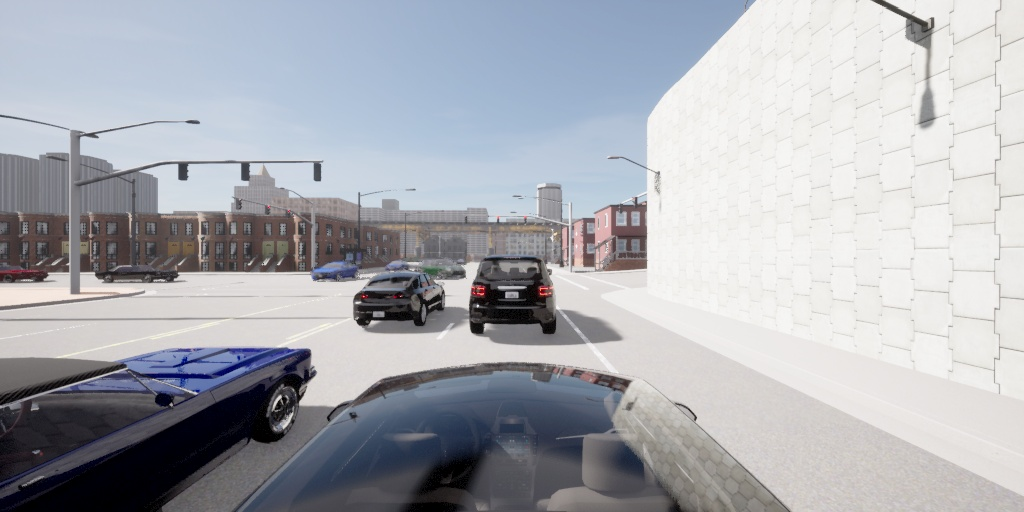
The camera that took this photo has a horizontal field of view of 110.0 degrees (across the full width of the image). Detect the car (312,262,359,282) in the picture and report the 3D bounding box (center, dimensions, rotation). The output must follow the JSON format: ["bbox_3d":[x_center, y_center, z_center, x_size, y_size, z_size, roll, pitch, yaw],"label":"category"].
[{"bbox_3d":[-14.108,1.227,28.911,1.882,1.535,5.008,0,0,0],"label":"car"}]

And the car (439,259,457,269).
[{"bbox_3d":[-10.595,1.242,59.539,2.128,1.511,4.902,0,0,0],"label":"car"}]

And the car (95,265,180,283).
[{"bbox_3d":[-28.178,1.351,27.101,4.718,1.301,1.895,0,0,0],"label":"car"}]

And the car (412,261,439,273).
[{"bbox_3d":[-10.608,1.297,44.440,2.033,1.411,5.357,0,0,0],"label":"car"}]

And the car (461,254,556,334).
[{"bbox_3d":[0.062,0.971,10.755,2.150,2.045,5.566,0,0,1],"label":"car"}]

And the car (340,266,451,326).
[{"bbox_3d":[-3.422,1.255,11.645,1.837,1.490,4.892,0,0,0],"label":"car"}]

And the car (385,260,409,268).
[{"bbox_3d":[-14.140,1.276,44.529,1.812,1.442,4.674,0,0,1],"label":"car"}]

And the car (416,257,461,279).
[{"bbox_3d":[-6.041,1.102,30.859,4.553,1.767,2.097,0,0,42],"label":"car"}]

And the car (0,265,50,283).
[{"bbox_3d":[-38.295,1.351,27.065,4.718,1.301,1.895,0,0,0],"label":"car"}]

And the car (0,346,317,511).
[{"bbox_3d":[-3.397,1.351,2.391,1.895,1.301,4.718,0,0,0],"label":"car"}]
